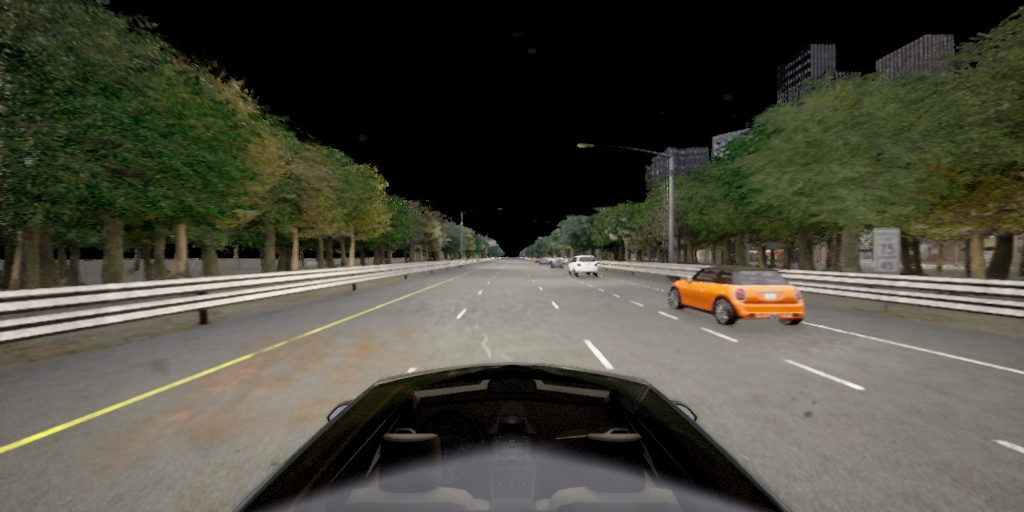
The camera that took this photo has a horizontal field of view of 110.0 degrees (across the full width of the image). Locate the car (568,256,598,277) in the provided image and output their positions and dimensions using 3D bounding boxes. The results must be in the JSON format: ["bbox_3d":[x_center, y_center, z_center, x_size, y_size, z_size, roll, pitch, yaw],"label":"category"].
[{"bbox_3d":[7.009,0.987,35.832,2.150,2.045,5.566,0,0,0],"label":"car"}]

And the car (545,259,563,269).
[{"bbox_3d":[7.035,1.285,57.709,2.128,1.511,4.902,0,0,0],"label":"car"}]

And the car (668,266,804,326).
[{"bbox_3d":[7.004,1.105,11.841,2.097,1.767,4.553,0,0,0],"label":"car"}]
